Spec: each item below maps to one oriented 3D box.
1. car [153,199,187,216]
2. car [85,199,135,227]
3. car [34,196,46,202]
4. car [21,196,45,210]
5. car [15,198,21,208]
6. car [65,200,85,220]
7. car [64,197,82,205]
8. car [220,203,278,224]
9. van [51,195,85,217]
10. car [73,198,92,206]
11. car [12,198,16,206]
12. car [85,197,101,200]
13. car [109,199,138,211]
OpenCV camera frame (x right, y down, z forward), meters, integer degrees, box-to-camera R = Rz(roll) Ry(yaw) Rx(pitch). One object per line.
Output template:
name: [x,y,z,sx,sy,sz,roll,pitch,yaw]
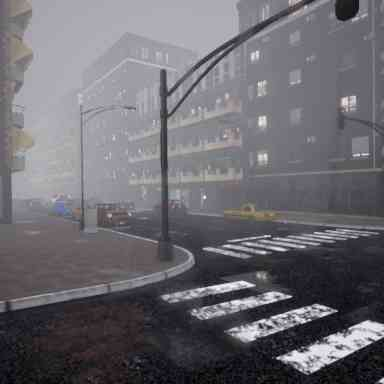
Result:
car: [-2.290,1.440,33.309,1.967,1.590,4.097,-1,1,-36]
car: [-5.875,1.552,23.930,1.967,1.590,4.097,-1,1,-36]
car: [-37.762,1.727,82.784,1.887,1.381,4.507,-1,1,-36]
car: [-22.000,1.627,46.417,1.967,1.590,4.097,-1,1,-36]
car: [-25.222,1.769,50.915,1.947,1.339,4.313,-1,1,-36]
car: [-8.999,1.651,28.289,1.752,1.417,4.829,-1,1,-36]
car: [-21.638,1.644,60.295,2.008,1.369,4.403,-1,1,-36]
car: [4.062,1.498,24.453,1.752,1.417,4.829,-1,1,-36]
van: [-12.326,1.482,32.923,1.690,1.788,3.998,-1,1,-36]
car: [-18.413,1.643,55.797,1.947,1.339,4.313,-1,1,-36]
car: [-31.672,1.782,59.911,1.887,1.381,4.507,-1,1,-36]
car: [-15.190,1.501,51.299,1.967,1.590,4.097,-1,1,-36]
car: [-8.738,1.581,42.305,2.008,1.369,4.403,-1,1,-36]
